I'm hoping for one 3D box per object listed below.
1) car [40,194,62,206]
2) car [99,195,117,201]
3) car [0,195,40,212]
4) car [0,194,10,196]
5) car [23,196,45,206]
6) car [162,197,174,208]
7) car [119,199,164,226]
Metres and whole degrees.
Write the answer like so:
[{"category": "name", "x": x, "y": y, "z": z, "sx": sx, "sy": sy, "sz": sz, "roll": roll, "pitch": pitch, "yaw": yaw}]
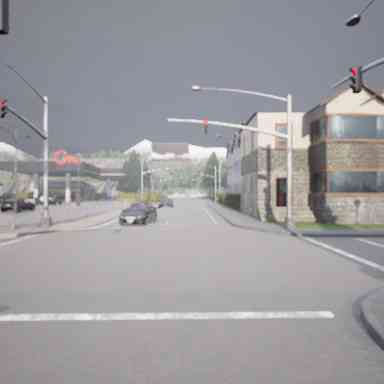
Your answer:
[{"category": "car", "x": -22.706, "y": 1.216, "z": 54.346, "sx": 1.905, "sy": 1.878, "sz": 3.866, "roll": 0, "pitch": 0, "yaw": 0}, {"category": "car", "x": -22.301, "y": 1.587, "z": 88.349, "sx": 4.611, "sy": 1.667, "sz": 2.242, "roll": 0, "pitch": 0, "yaw": 0}, {"category": "car", "x": -18.977, "y": 1.454, "z": 36.483, "sx": 2.007, "sy": 1.523, "sz": 4.514, "roll": 0, "pitch": 0, "yaw": 0}, {"category": "car", "x": -25.960, "y": 1.244, "z": 46.464, "sx": 1.932, "sy": 1.855, "sz": 4.605, "roll": 0, "pitch": 0, "yaw": 0}, {"category": "car", "x": -26.033, "y": 1.500, "z": 54.943, "sx": 1.970, "sy": 1.475, "sz": 3.806, "roll": 0, "pitch": 0, "yaw": 0}, {"category": "car", "x": -3.570, "y": 1.458, "z": 46.996, "sx": 2.033, "sy": 1.411, "sz": 5.357, "roll": 0, "pitch": 0, "yaw": 0}, {"category": "car", "x": -3.647, "y": 1.522, "z": 23.308, "sx": 2.128, "sy": 1.511, "sz": 4.902, "roll": 0, "pitch": 1, "yaw": 6}]
